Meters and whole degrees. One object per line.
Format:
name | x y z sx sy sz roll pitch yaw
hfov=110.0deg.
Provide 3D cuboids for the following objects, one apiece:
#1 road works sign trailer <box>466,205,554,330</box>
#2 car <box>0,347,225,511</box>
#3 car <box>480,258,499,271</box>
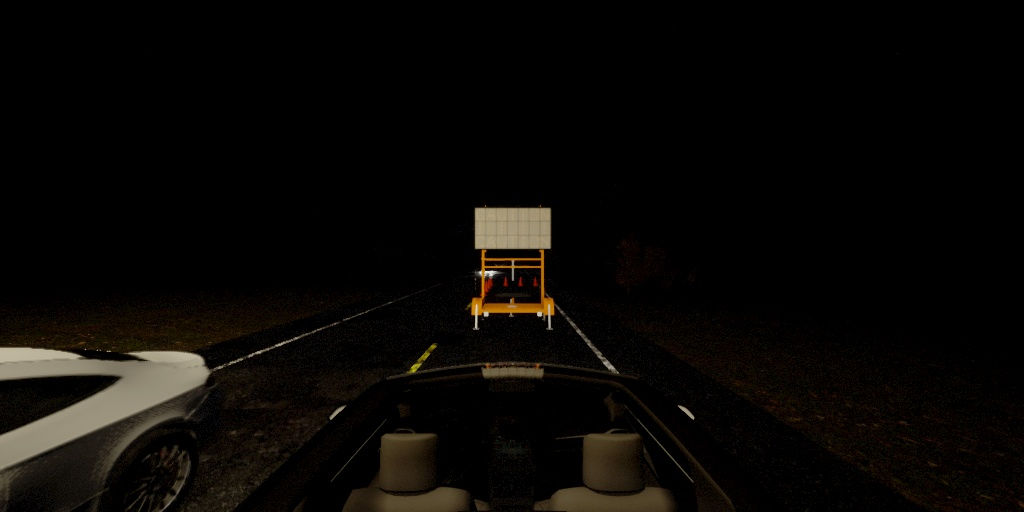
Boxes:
road works sign trailer | 0.028 0.215 11.140 2.380 3.560 2.880 0 0 0
car | -3.502 1.275 1.363 1.812 1.442 4.674 0 0 0
car | -3.352 1.268 49.947 2.128 1.511 4.902 0 0 0
